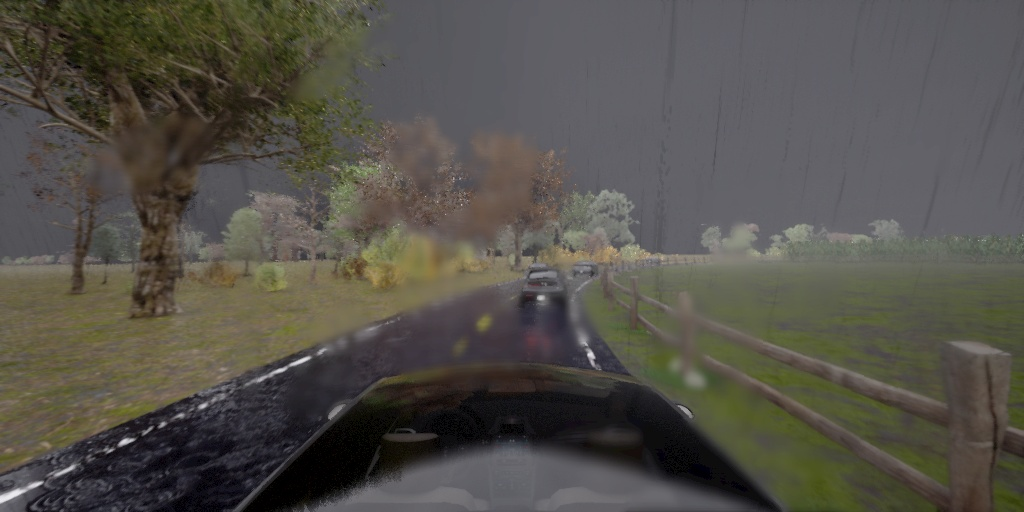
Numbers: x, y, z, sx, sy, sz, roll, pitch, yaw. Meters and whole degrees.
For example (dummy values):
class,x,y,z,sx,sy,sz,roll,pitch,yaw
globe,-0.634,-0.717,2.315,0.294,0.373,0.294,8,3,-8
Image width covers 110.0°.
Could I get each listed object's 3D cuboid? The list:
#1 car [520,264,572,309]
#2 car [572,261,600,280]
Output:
class,x,y,z,sx,sy,sz,roll,pitch,yaw
car,1.476,1.265,15.110,1.837,1.490,4.892,0,0,9
car,7.108,1.179,34.023,2.128,1.511,4.902,0,0,23
